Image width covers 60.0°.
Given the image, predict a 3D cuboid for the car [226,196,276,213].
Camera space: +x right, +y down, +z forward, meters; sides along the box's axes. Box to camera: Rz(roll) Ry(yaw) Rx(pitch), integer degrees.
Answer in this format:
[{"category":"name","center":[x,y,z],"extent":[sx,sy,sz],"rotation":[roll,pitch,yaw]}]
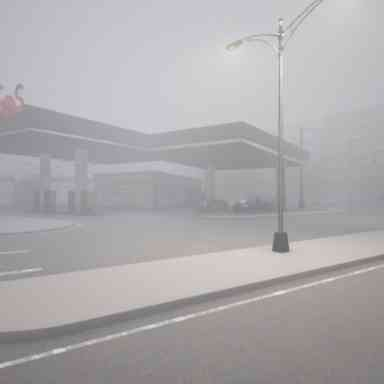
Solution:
[{"category":"car","center":[6.277,1.258,34.133],"extent":[4.611,1.667,2.242],"rotation":[0,0,-35]}]

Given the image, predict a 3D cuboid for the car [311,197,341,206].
[{"category":"car","center":[21.523,1.455,53.610],"extent":[1.812,1.442,4.674],"rotation":[0,0,-36]}]

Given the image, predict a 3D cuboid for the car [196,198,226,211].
[{"category":"car","center":[2.359,1.420,38.403],"extent":[3.806,1.475,1.970],"rotation":[0,0,-35]}]

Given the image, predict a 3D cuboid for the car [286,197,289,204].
[{"category":"car","center":[15.670,1.434,61.689],"extent":[1.837,1.490,4.892],"rotation":[0,0,-36]}]
